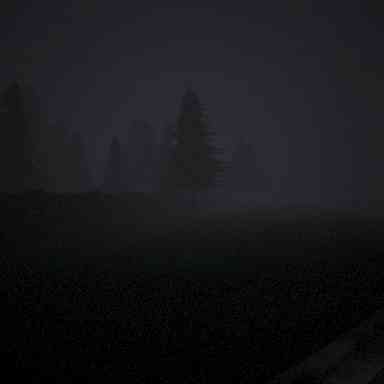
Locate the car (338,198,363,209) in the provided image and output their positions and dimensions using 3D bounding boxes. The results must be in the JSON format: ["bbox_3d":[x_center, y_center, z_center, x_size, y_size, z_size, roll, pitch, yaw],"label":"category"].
[{"bbox_3d":[22.731,1.736,47.284,1.994,1.385,4.181,-1,-1,12],"label":"car"}]

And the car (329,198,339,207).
[{"bbox_3d":[24.802,1.749,56.989,1.837,1.490,4.892,-1,-1,12],"label":"car"}]
